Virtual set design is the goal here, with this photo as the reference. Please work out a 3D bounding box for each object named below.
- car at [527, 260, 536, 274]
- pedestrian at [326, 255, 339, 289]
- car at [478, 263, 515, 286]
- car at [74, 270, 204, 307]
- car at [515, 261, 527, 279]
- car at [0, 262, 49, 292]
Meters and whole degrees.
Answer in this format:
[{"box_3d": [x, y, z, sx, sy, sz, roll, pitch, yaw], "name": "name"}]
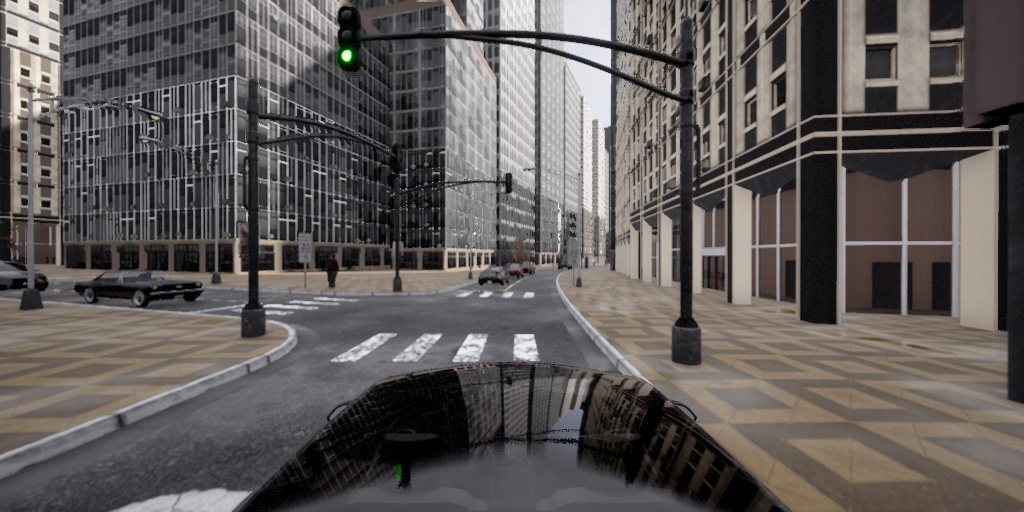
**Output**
[{"box_3d": [1.823, 1.477, 47.222, 2.097, 1.767, 4.553, 0, -1, 11], "name": "car"}, {"box_3d": [-9.602, 0.813, 19.105, 0.375, 1.860, 0.375, 0, 0, 16], "name": "pedestrian"}, {"box_3d": [-1.256, 1.478, 27.781, 2.033, 1.411, 5.357, 0, 0, 7], "name": "car"}, {"box_3d": [-15.094, 1.242, 14.592, 4.718, 1.301, 1.895, 1, 0, 16], "name": "car"}, {"box_3d": [0.083, 1.499, 37.490, 1.882, 1.535, 5.008, 0, -1, 9], "name": "car"}, {"box_3d": [-25.135, 1.018, 17.483, 4.892, 1.490, 1.837, 1, 0, 16], "name": "car"}]
